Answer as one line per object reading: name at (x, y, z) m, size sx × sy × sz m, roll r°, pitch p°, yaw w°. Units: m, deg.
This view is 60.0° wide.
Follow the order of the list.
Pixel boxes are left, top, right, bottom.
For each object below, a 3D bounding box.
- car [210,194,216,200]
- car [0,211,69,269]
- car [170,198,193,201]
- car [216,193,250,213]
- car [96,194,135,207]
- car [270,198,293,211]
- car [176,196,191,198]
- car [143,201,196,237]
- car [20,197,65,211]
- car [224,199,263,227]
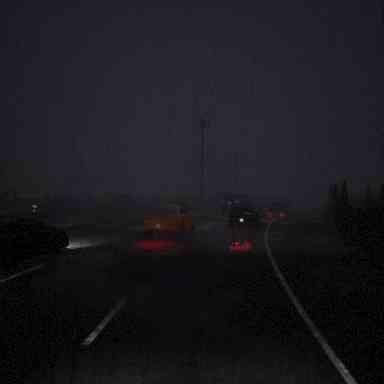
car at (5.935, 1.252, 69.255) m, size 2.150 × 2.045 × 5.566 m, roll 0°, pitch 0°, yaw 39°
car at (-5.918, 1.544, 11.175) m, size 1.994 × 1.385 × 4.181 m, roll 0°, pitch 0°, yaw 7°
car at (-1.605, 1.507, 29.066) m, size 1.812 × 1.442 × 4.674 m, roll 0°, pitch 0°, yaw 19°
car at (4.872, 1.195, 35.834) m, size 2.150 × 2.045 × 5.566 m, roll 0°, pitch 0°, yaw 25°
car at (-8.988, 1.220, 39.505) m, size 2.150 × 2.045 × 5.566 m, roll 0°, pitch 0°, yaw 24°
car at (10.549, 1.486, 39.257) m, size 1.812 × 1.442 × 4.674 m, roll 0°, pitch 0°, yaw 28°
car at (-1.501, 1.351, 46.663) m, size 2.097 × 1.767 × 4.553 m, roll 0°, pitch 0°, yaw 29°
car at (-1.094, 1.460, 18.258) m, size 1.882 × 1.535 × 5.008 m, roll 0°, pitch 0°, yaw 12°
car at (-15.008, 1.346, 33.574) m, size 2.097 × 1.767 × 4.553 m, roll 0°, pitch 0°, yaw 20°
car at (3.749, 1.483, 22.916) m, size 1.837 × 1.490 × 4.892 m, roll 0°, pitch 0°, yaw 16°
